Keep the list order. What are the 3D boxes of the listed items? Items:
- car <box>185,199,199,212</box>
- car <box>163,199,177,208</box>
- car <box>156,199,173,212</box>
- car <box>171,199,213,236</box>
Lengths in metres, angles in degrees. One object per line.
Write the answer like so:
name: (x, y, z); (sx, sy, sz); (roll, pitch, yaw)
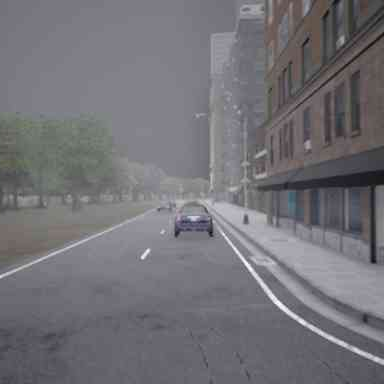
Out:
car: (0.020, 1.736, 44.972); (1.837, 1.490, 4.892); (0, 1, 0)
car: (-3.496, 1.851, 53.447); (1.895, 1.301, 4.718); (0, 0, 0)
car: (-3.498, 1.791, 42.997); (2.033, 1.411, 5.357); (0, 0, 0)
car: (0.098, 1.477, 19.612); (2.097, 1.767, 4.553); (0, 0, 0)
